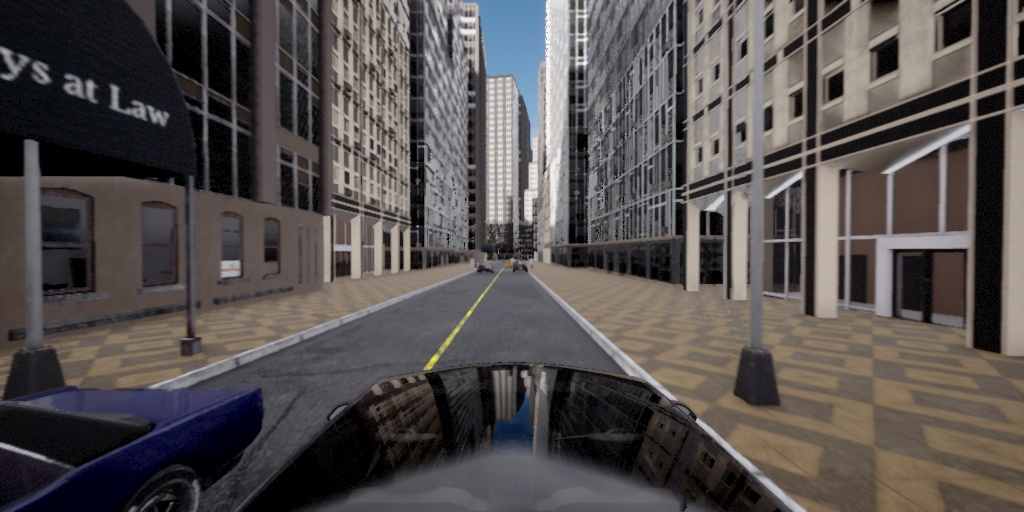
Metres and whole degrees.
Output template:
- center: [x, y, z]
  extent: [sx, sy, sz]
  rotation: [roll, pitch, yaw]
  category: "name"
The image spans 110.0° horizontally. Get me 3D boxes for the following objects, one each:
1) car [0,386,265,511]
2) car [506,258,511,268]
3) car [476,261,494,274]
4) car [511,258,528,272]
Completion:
- center: [-3.101, 1.350, 0.888]
  extent: [1.895, 1.301, 4.718]
  rotation: [0, 0, 0]
  category: "car"
- center: [0.028, 1.305, 63.892]
  extent: [1.882, 1.535, 5.008]
  rotation: [0, 0, 0]
  category: "car"
- center: [-3.071, 1.336, 42.319]
  extent: [2.033, 1.411, 5.357]
  rotation: [0, 0, 0]
  category: "car"
- center: [1.070, 1.320, 45.763]
  extent: [1.812, 1.442, 4.674]
  rotation: [0, 0, 0]
  category: "car"
